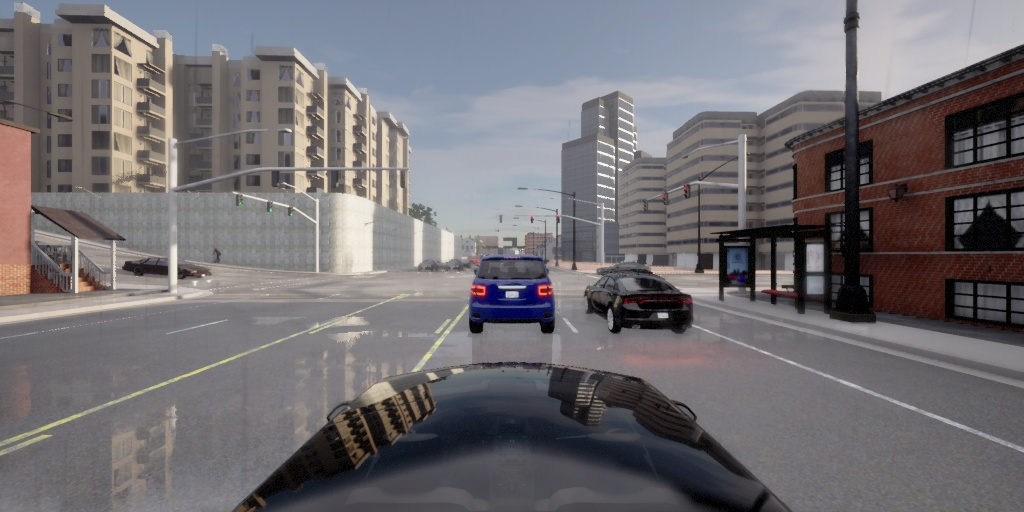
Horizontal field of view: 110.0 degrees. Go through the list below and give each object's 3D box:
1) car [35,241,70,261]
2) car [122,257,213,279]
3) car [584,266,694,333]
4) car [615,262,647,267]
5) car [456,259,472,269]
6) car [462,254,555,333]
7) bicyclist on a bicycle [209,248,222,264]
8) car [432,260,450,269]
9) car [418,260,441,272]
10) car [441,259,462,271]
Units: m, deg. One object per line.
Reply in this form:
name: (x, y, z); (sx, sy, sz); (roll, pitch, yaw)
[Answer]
car: (-35.482, -0.391, 26.615); (4.181, 1.385, 1.994); (10, 0, -1)
car: (-25.632, 0.837, 26.738); (5.357, 1.411, 2.033); (5, 0, -1)
car: (3.494, 1.228, 10.798); (1.882, 1.535, 5.008); (0, 0, 0)
car: (9.818, 1.275, 31.525); (4.674, 1.442, 1.812); (0, 0, 12)
car: (-7.602, 1.228, 56.760); (1.882, 1.535, 5.008); (0, 0, 0)
car: (-0.007, 0.971, 10.858); (2.150, 2.045, 5.566); (0, 0, 0)
bicyclist on a bicycle: (-31.073, 0.029, 37.679); (0.582, 1.620, 1.656); (6, 0, 0)
car: (-11.104, 1.351, 56.491); (1.895, 1.301, 4.718); (0, 0, 0)
car: (-11.017, 1.241, 47.227); (2.128, 1.511, 4.902); (0, 0, 0)
car: (-7.520, 1.241, 47.329); (2.128, 1.511, 4.902); (0, 0, 0)
